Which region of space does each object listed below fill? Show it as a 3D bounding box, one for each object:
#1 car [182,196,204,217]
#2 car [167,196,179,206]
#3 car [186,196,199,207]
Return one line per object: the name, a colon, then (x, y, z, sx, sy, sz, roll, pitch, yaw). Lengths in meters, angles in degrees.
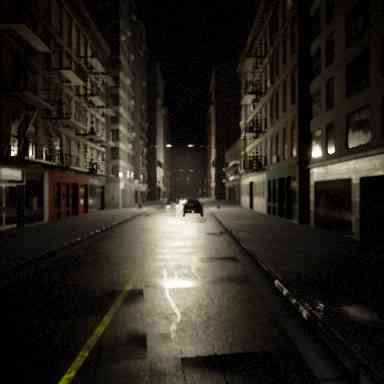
car: (0.102, 1.456, 31.329, 1.837, 1.490, 4.892, 0, 0, 0)
car: (-3.033, 1.413, 53.660, 1.837, 1.490, 4.892, 0, 0, 0)
car: (0.040, 1.390, 51.639, 1.882, 1.535, 5.008, 0, 0, 0)
